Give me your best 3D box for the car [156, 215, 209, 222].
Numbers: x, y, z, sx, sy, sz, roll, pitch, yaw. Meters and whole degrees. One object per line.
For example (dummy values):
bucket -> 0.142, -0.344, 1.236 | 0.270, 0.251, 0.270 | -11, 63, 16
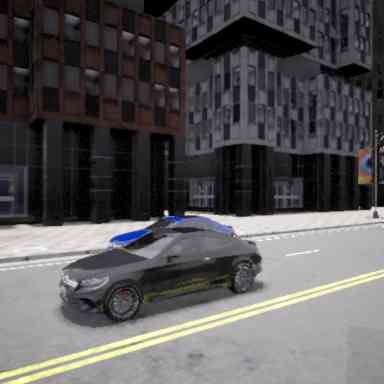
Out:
car -> -0.498, 1.549, 11.305 | 4.674, 1.442, 1.812 | 0, 0, -35

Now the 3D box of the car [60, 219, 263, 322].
car -> -0.421, 1.541, 7.371 | 4.674, 1.442, 1.812 | 0, 0, -35
